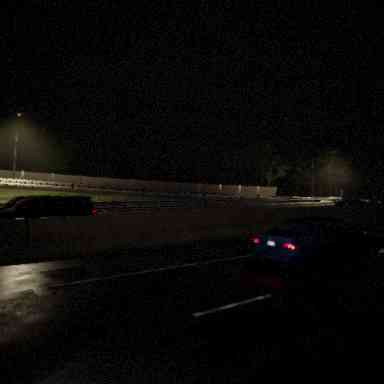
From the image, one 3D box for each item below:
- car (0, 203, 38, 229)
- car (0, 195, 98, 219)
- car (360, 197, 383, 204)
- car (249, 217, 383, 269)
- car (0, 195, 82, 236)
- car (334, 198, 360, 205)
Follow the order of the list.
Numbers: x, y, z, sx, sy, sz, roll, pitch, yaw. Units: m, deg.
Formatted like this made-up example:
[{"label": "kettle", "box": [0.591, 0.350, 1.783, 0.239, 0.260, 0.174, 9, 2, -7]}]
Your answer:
[{"label": "car", "box": [-12.514, 1.504, 20.862, 4.892, 1.490, 1.837, 0, 0, -36]}, {"label": "car", "box": [-7.339, 1.221, 15.956, 5.566, 2.045, 2.150, 0, 0, -36]}, {"label": "car", "box": [24.194, 1.397, 42.735, 4.553, 1.767, 2.097, 0, 0, -35]}, {"label": "car", "box": [4.343, 1.548, 11.146, 5.357, 1.411, 2.033, 0, 0, -36]}, {"label": "car", "box": [-9.374, 1.221, 18.803, 5.566, 2.045, 2.150, 0, 0, -36]}, {"label": "car", "box": [21.131, 1.518, 44.852, 5.008, 1.535, 1.882, 0, 0, -35]}]
